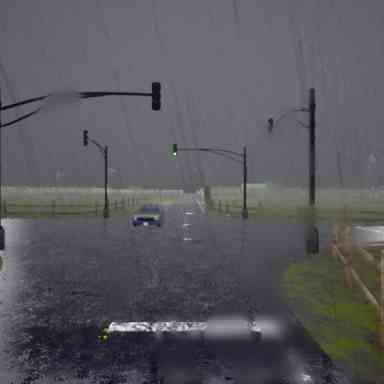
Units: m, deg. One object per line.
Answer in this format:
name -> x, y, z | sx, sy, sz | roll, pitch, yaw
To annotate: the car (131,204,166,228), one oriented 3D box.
car -> -2.780, 1.535, 22.579 | 2.033, 1.411, 5.357 | 1, 0, 0
